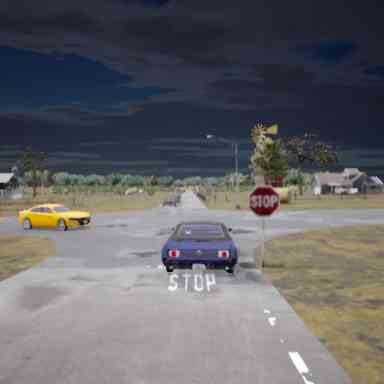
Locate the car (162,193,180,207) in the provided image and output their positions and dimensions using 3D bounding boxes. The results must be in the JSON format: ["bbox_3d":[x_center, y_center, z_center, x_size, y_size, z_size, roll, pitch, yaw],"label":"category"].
[{"bbox_3d":[-2.925,1.155,44.943,1.837,1.490,4.892,0,0,0],"label":"car"}]

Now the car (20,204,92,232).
[{"bbox_3d":[-8.428,1.502,20.558,5.008,1.535,1.882,-1,1,28],"label":"car"}]

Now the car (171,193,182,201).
[{"bbox_3d":[-2.974,1.023,65.055,1.837,1.490,4.892,0,0,0],"label":"car"}]

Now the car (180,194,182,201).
[{"bbox_3d":[-2.977,1.147,54.669,1.994,1.385,4.181,0,0,1],"label":"car"}]

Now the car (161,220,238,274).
[{"bbox_3d":[0.308,1.514,10.290,1.895,1.301,4.718,0,0,3],"label":"car"}]
